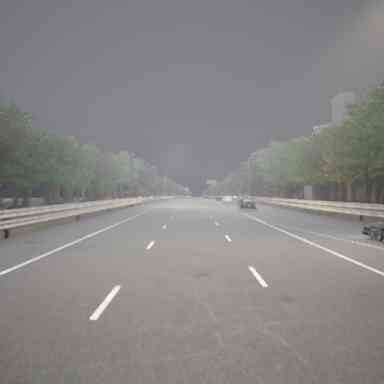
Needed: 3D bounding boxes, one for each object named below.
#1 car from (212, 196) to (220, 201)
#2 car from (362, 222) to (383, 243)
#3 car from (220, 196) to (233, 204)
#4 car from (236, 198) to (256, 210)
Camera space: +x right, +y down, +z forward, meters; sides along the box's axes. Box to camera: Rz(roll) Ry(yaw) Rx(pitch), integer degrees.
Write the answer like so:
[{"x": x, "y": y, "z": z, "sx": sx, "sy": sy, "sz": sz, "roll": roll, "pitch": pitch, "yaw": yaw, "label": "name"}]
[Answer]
[{"x": 7.153, "y": 1.688, "z": 89.891, "sx": 1.882, "sy": 1.535, "sz": 5.008, "roll": 0, "pitch": -1, "yaw": 0, "label": "car"}, {"x": 9.439, "y": 1.566, "z": 13.485, "sx": 2.033, "sy": 1.411, "sz": 5.357, "roll": 0, "pitch": 0, "yaw": -12, "label": "car"}, {"x": 7.046, "y": 1.564, "z": 65.773, "sx": 1.812, "sy": 1.442, "sz": 4.674, "roll": 0, "pitch": 0, "yaw": 0, "label": "car"}, {"x": 7.014, "y": 1.532, "z": 43.026, "sx": 1.812, "sy": 1.442, "sz": 4.674, "roll": 0, "pitch": 0, "yaw": 0, "label": "car"}]
